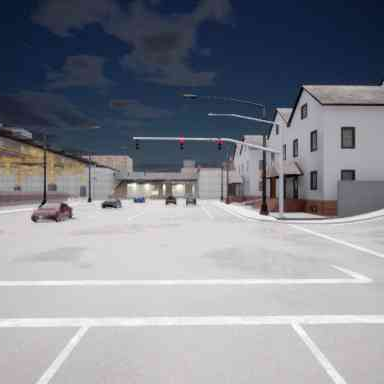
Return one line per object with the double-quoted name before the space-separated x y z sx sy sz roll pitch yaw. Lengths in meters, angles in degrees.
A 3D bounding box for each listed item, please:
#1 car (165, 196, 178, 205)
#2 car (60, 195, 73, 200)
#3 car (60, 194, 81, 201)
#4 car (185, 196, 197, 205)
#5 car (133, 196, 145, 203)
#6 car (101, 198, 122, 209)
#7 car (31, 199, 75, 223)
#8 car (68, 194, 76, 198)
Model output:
"car" -3.644 1.504 58.602 1.837 1.490 4.892 0 0 0
"car" -31.919 1.294 84.296 1.853 1.218 4.536 0 0 -37
"car" -32.691 1.452 89.619 2.038 1.542 4.974 0 0 28
"car" -0.145 1.489 58.611 2.128 1.511 4.902 0 0 0
"car" -10.678 1.477 67.414 1.882 1.535 5.008 0 0 0
"car" -10.709 1.547 44.738 2.033 1.411 5.357 0 0 0
"car" -10.661 1.525 25.787 1.812 1.442 4.674 0 0 0
"car" -31.887 1.452 84.254 2.038 1.542 4.974 0 0 -37
